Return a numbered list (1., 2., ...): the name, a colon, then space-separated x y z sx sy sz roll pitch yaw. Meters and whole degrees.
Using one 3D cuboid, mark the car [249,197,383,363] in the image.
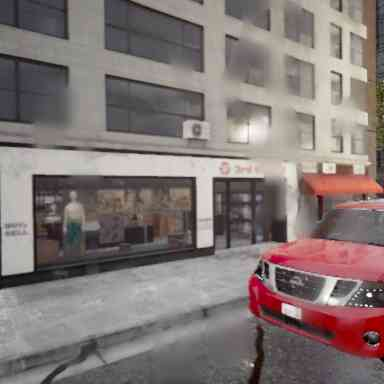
1. car: 3.524 1.146 5.893 5.566 2.045 2.150 -1 1 -35
